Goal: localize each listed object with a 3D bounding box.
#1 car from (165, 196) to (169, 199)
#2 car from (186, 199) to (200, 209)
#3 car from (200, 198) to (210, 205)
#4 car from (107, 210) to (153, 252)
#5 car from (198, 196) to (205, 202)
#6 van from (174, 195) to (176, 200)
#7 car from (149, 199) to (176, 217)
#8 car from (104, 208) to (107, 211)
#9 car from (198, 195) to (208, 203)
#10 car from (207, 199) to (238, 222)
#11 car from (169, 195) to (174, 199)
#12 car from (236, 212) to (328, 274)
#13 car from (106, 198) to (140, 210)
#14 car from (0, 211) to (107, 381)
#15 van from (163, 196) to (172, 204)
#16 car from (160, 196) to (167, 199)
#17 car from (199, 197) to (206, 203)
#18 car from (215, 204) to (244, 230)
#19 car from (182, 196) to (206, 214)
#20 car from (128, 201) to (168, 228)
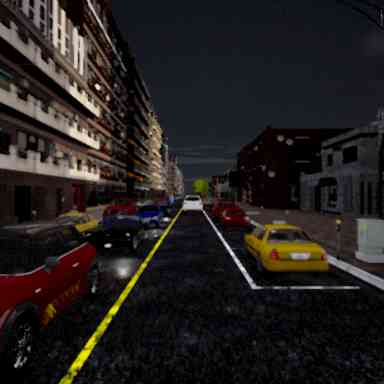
[{"bbox_3d":[-5.685,1.771,60.260,1.967,1.590,4.097,0,0,0],"label":"car"},{"bbox_3d":[0.101,1.835,52.874,2.033,1.411,5.357,0,0,0],"label":"car"},{"bbox_3d":[2.696,1.957,71.338,2.008,1.369,4.403,0,0,0],"label":"car"},{"bbox_3d":[-3.075,1.667,14.431,1.895,1.301,4.718,0,0,0],"label":"car"},{"bbox_3d":[2.697,2.004,93.495,1.967,1.590,4.097,0,0,0],"label":"car"},{"bbox_3d":[-5.684,1.860,87.957,1.690,1.788,3.998,0,0,0],"label":"van"},{"bbox_3d":[-2.999,1.734,33.502,1.994,1.385,4.181,0,0,0],"label":"car"},{"bbox_3d":[-5.687,1.597,15.776,1.752,1.417,4.829,0,0,0],"label":"car"},{"bbox_3d":[2.697,1.798,82.417,2.192,1.841,5.009,0,0,0],"label":"car"},{"bbox_3d":[2.695,1.451,27.026,2.192,1.841,5.009,0,0,0],"label":"car"},{"bbox_3d":[-5.684,1.718,71.340,2.192,1.841,5.009,0,0,0],"label":"car"},{"bbox_3d":[2.694,1.574,10.578,1.752,1.417,4.829,0,0,0],"label":"car"},{"bbox_3d":[-5.685,1.447,27.026,2.192,1.841,5.009,0,0,0],"label":"car"},{"bbox_3d":[-3.098,1.372,5.489,2.097,1.767,4.553,0,0,0],"label":"car"},{"bbox_3d":[-5.684,1.781,76.879,1.690,1.788,3.998,0,0,0],"label":"van"},{"bbox_3d":[-5.685,1.841,54.721,1.887,1.381,4.507,0,0,0],"label":"car"},{"bbox_3d":[2.697,2.049,88.125,1.752,1.417,4.829,0,0,0],"label":"car"},{"bbox_3d":[2.694,1.688,21.486,1.802,1.307,4.206,0,0,0],"label":"car"},{"bbox_3d":[0.102,1.418,37.854,2.150,2.045,5.566,0,0,0],"label":"car"},{"bbox_3d":[-3.013,1.640,23.487,1.812,1.442,4.674,0,0,0],"label":"car"}]
